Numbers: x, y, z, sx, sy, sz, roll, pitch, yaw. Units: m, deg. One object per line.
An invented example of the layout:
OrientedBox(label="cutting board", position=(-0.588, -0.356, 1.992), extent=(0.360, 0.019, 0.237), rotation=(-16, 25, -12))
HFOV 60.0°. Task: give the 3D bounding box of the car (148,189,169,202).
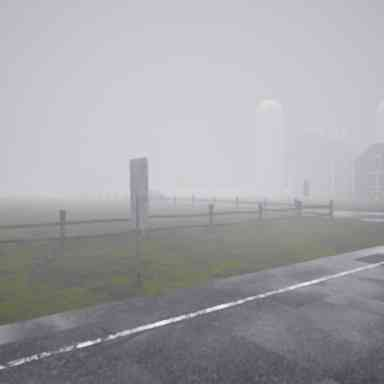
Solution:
OrientedBox(label="car", position=(-5.663, 0.607, 51.577), extent=(2.150, 2.045, 5.566), rotation=(-1, 1, -36))
